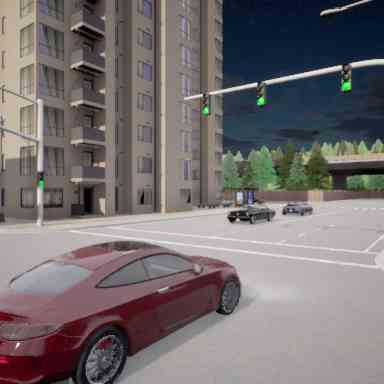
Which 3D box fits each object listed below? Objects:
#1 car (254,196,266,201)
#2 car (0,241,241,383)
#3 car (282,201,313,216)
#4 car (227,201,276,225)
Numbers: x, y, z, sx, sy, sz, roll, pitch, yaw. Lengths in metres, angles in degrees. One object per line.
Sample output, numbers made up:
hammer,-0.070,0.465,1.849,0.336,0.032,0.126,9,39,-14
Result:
car,11.368,1.445,61.844,4.902,1.511,2.128,0,0,37
car,-0.942,1.526,5.332,1.812,1.442,4.674,0,0,36
car,10.432,1.567,32.787,1.994,1.385,4.181,0,0,36
car,4.457,1.604,24.674,1.895,1.301,4.718,0,0,36
